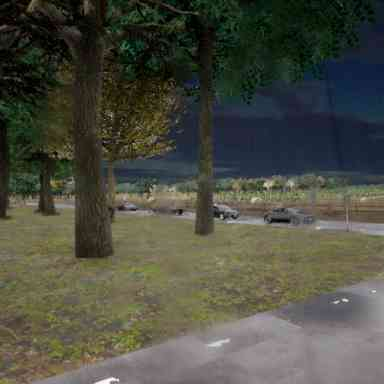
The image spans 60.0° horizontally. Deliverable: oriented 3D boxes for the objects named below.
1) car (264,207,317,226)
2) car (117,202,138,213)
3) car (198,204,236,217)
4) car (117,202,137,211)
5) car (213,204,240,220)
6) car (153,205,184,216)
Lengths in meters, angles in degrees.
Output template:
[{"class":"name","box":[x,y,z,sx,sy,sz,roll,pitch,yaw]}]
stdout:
[{"class":"car","box":[7.766,1.912,26.658,1.994,1.385,4.181,-1,0,-35]},{"class":"car","box":[-10.180,2.469,52.293,1.994,1.385,4.181,-1,0,-35]},{"class":"car","box":[2.847,2.131,38.761,1.895,1.301,4.718,-1,0,-35]},{"class":"car","box":[-11.618,2.531,59.325,1.994,1.385,4.181,-1,0,-35]},{"class":"car","box":[2.738,2.014,33.805,1.837,1.490,4.892,-1,0,-35]},{"class":"car","box":[-3.039,2.290,42.035,1.895,1.301,4.718,-1,0,-35]}]
